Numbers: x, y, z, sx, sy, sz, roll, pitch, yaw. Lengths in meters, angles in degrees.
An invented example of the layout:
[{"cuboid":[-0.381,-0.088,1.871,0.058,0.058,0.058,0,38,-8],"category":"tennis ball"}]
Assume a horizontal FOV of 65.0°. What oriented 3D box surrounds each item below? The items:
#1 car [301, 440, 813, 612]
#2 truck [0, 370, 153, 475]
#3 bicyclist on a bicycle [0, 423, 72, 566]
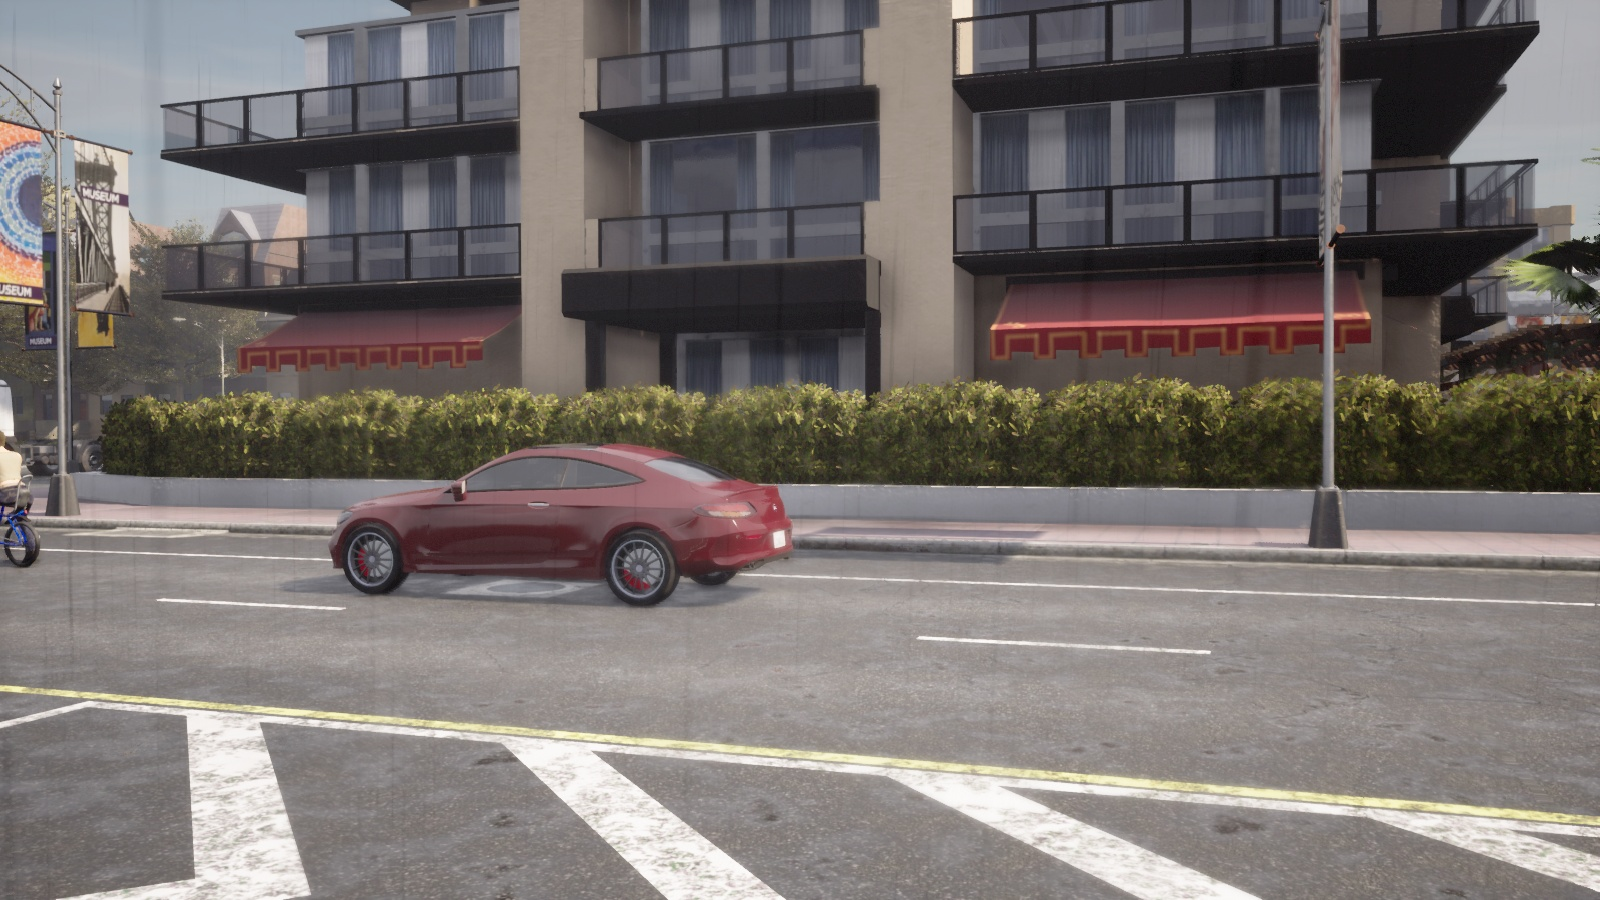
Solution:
[{"cuboid":[-2.382,0.645,12.406,4.674,1.442,1.812,1,1,19],"category":"car"},{"cuboid":[-26.963,-0.961,43.958,2.891,3.462,7.936,1,1,18],"category":"truck"},{"cuboid":[-9.546,0.490,14.820,1.509,1.612,0.866,1,1,19],"category":"bicyclist on a bicycle"}]
